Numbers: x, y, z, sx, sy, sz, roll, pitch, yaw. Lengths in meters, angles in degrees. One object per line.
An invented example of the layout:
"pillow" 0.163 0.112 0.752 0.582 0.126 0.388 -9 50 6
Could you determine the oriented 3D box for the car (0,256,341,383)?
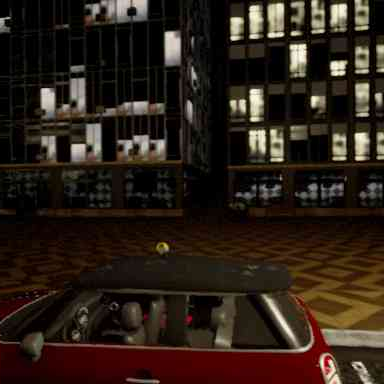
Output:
"car" -0.741 1.432 3.376 4.097 1.590 1.967 -1 1 8
